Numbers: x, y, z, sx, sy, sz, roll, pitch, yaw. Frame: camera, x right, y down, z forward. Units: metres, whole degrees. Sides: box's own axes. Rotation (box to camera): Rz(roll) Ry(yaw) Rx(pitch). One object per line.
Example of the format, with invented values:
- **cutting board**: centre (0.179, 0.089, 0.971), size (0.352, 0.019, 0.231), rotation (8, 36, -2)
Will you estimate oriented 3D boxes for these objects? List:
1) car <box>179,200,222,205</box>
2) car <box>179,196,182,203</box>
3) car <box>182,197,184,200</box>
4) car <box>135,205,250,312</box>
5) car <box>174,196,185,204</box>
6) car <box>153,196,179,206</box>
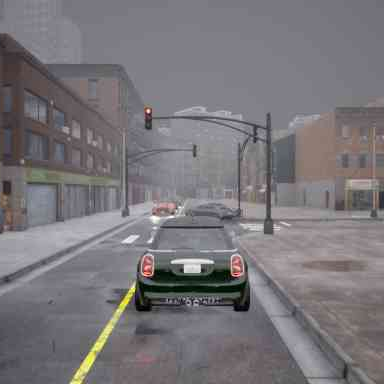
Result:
- **car**: centre (1.379, 1.559, 26.098), size (4.181, 1.385, 1.994), rotation (0, 0, 44)
- **car**: centre (-2.772, 1.563, 44.210), size (2.033, 1.411, 5.357), rotation (0, 0, 0)
- **car**: centre (-2.744, 1.379, 53.979), size (2.097, 1.767, 4.553), rotation (0, 0, 0)
- **car**: centre (0.022, 1.352, 7.894), size (2.097, 1.767, 4.553), rotation (0, 0, 0)
- **car**: centre (-2.628, 1.622, 69.299), size (2.033, 1.411, 5.357), rotation (0, 0, 0)
- **car**: centre (-2.791, 1.359, 33.887), size (2.097, 1.767, 4.553), rotation (0, 0, 0)
